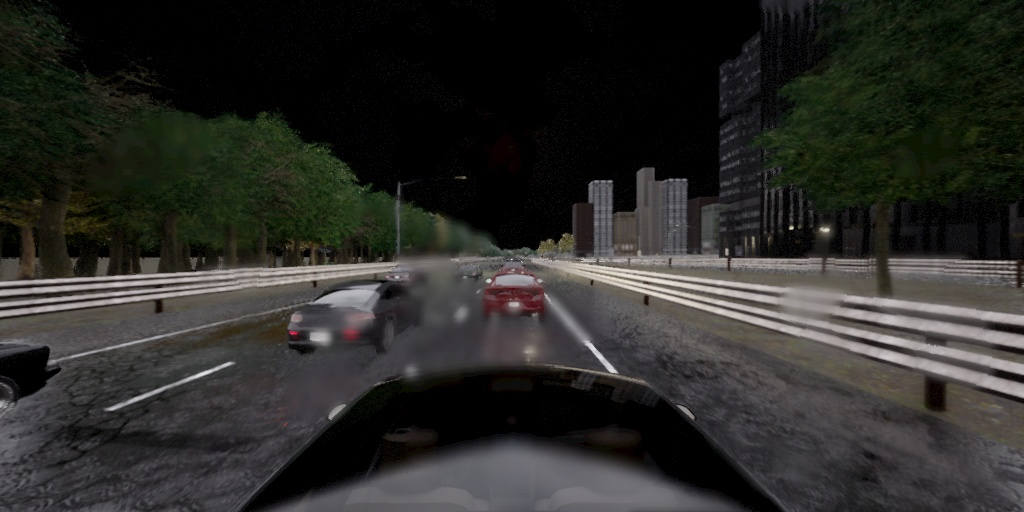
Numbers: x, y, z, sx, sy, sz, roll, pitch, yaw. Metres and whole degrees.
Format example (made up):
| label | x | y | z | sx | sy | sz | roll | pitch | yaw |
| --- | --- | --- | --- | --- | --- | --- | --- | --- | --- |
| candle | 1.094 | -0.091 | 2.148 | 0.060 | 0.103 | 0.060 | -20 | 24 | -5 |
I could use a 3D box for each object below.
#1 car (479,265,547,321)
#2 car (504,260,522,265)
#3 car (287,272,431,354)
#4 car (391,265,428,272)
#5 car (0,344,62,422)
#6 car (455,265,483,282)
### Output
| label | x | y | z | sx | sy | sz | roll | pitch | yaw |
| --- | --- | --- | --- | --- | --- | --- | --- | --- | --- |
| car | 0.098 | 1.244 | 12.528 | 1.882 | 1.535 | 5.008 | 0 | 0 | 0 |
| car | 0.099 | 1.145 | 30.365 | 2.097 | 1.767 | 4.553 | 0 | 0 | 0 |
| car | -3.401 | 1.286 | 8.675 | 1.812 | 1.442 | 4.674 | 0 | 0 | 0 |
| car | -6.897 | 1.331 | 24.037 | 2.033 | 1.411 | 5.357 | 0 | 0 | 0 |
| car | -6.901 | 1.352 | 2.543 | 1.895 | 1.301 | 4.718 | 0 | 0 | 0 |
| car | -3.401 | 1.392 | 29.220 | 1.895 | 1.301 | 4.718 | 0 | 0 | 0 |
